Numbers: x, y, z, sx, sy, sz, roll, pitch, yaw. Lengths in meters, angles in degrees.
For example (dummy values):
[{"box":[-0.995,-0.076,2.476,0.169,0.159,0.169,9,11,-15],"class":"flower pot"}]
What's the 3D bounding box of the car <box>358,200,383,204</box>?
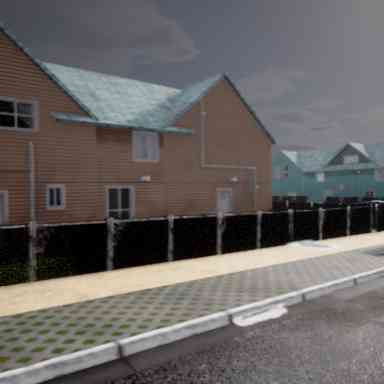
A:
[{"box":[15.186,1.411,27.925,2.033,1.411,5.357,-1,1,-36],"class":"car"}]
